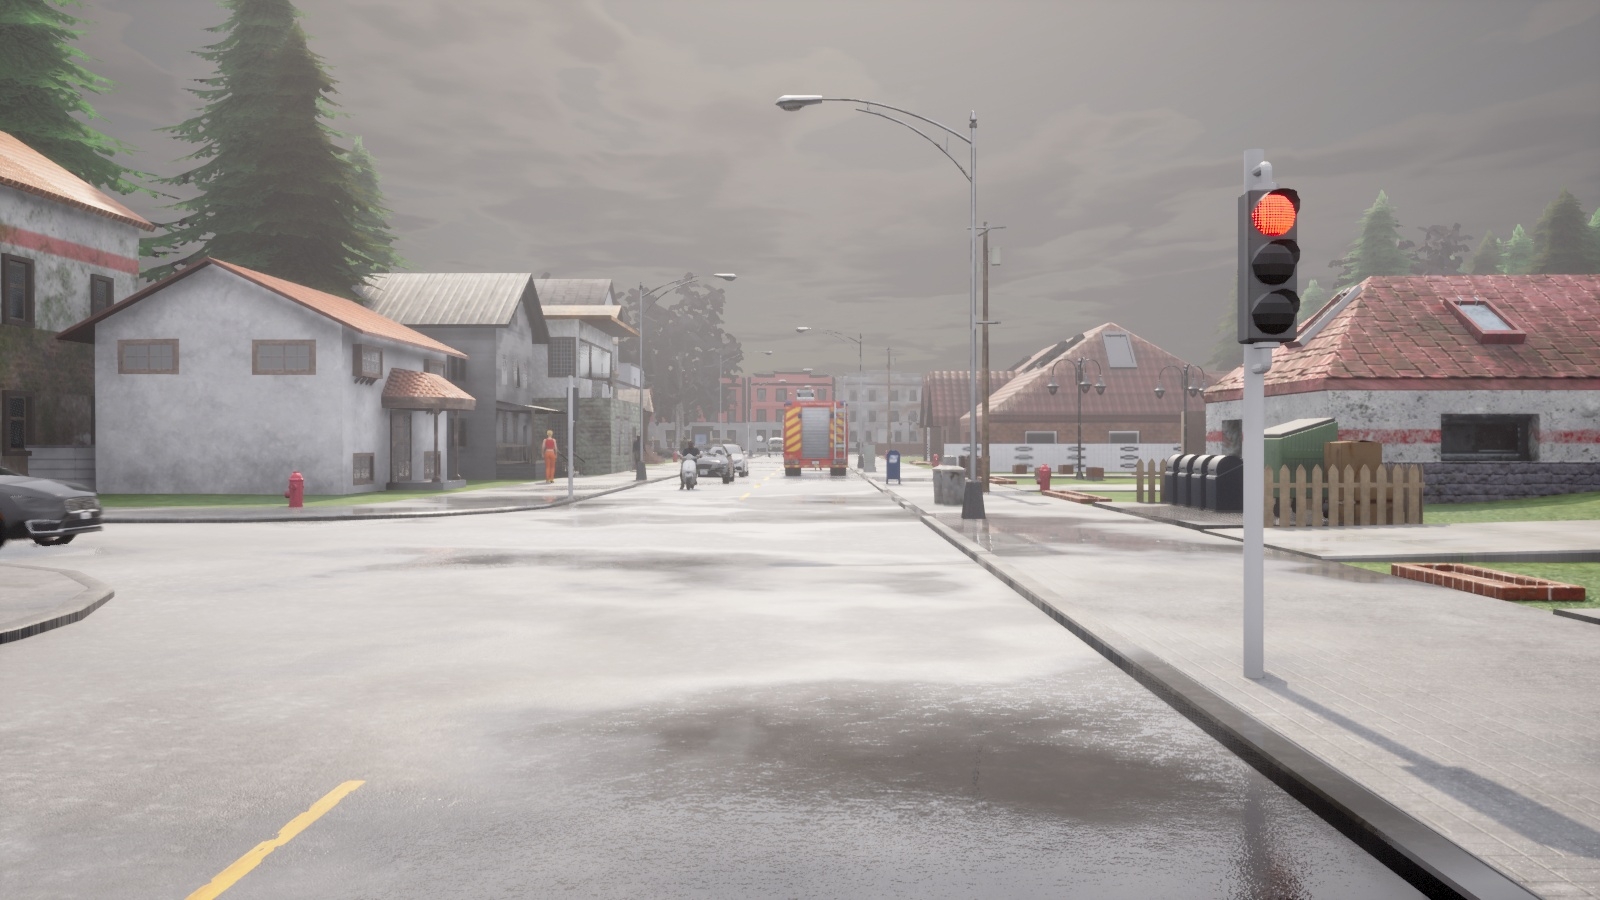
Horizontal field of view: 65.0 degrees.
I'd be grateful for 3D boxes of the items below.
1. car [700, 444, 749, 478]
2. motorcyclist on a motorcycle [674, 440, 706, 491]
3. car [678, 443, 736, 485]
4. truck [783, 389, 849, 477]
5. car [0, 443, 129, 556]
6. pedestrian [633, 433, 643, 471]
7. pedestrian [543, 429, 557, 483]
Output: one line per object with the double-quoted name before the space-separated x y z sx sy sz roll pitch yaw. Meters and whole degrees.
"car" -3.310 0.454 55.959 1.812 1.442 4.674 0 0 1
"motorcyclist on a motorcycle" -3.507 0.470 40.226 0.866 1.590 1.817 0 0 1
"car" -3.419 0.492 46.937 1.816 1.474 4.193 0 0 1
"truck" 0.732 -0.753 59.197 2.891 3.827 8.468 0 0 1
"car" -12.274 0.643 17.482 4.892 1.490 1.837 0 0 1
"pedestrian" -7.879 0.104 61.175 0.370 1.835 0.726 0 0 1
"pedestrian" -8.670 0.203 43.545 0.345 1.836 0.594 0 0 -1
